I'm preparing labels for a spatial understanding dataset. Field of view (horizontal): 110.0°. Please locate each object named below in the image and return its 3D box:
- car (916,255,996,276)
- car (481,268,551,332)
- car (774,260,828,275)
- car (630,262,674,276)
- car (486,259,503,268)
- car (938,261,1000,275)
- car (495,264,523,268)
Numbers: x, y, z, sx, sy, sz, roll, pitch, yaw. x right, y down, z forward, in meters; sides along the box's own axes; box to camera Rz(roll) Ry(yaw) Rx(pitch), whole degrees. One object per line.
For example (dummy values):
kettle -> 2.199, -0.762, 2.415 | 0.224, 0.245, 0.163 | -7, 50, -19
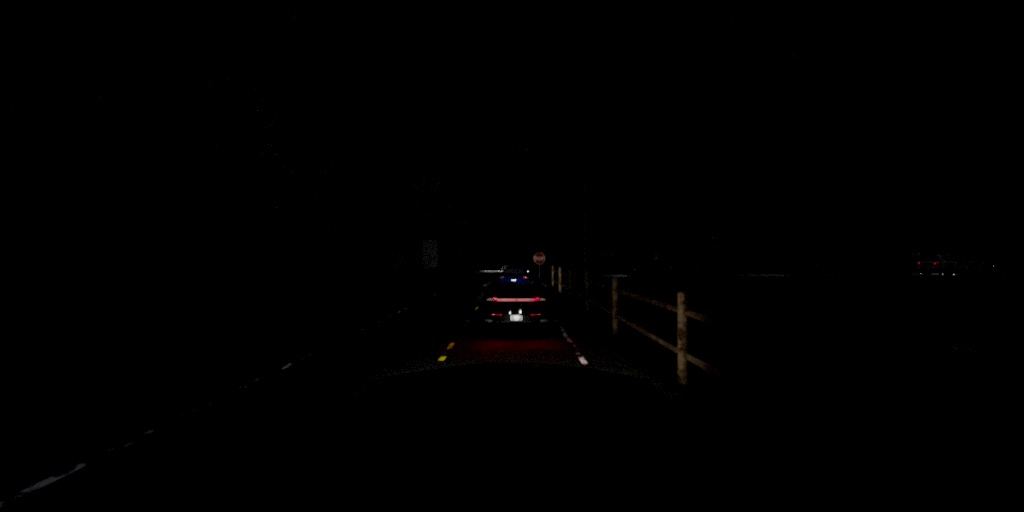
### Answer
car -> 43.974, 0.896, 35.827 | 5.566, 2.045, 2.150 | 0, -1, 0
car -> 0.101, 1.282, 11.063 | 2.128, 1.511, 4.902 | 0, 0, 0
car -> 30.962, 1.245, 38.491 | 5.008, 1.535, 1.882 | 0, -1, -1
car -> 14.750, 1.361, 38.219 | 4.674, 1.442, 1.812 | 0, -1, -1
car -> -2.828, 1.505, 55.269 | 1.994, 1.385, 4.181 | 0, 0, 0
car -> 49.224, 1.290, 38.705 | 4.181, 1.385, 1.994 | 0, -1, -1
car -> 0.189, 1.401, 23.083 | 1.994, 1.385, 4.181 | 0, 0, 2
